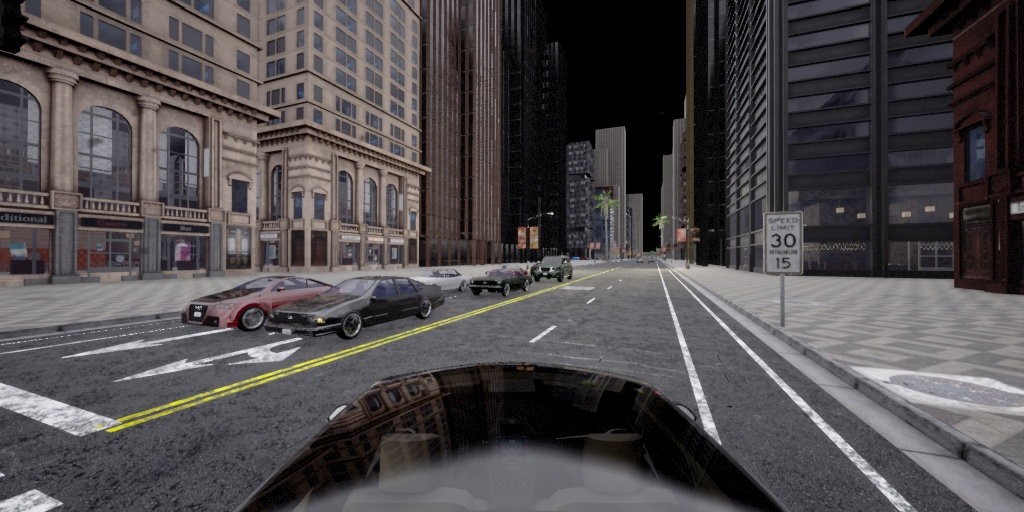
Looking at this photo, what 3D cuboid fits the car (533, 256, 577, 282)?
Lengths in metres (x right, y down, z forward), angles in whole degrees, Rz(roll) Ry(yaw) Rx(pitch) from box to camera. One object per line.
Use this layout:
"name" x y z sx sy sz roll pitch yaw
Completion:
"car" 3.481 0.986 29.310 2.150 2.045 5.566 0 0 22

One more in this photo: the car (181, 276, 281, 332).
"car" -7.313 1.315 11.034 1.994 1.385 4.181 0 0 22

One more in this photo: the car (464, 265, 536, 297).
"car" -0.488 1.357 19.377 1.895 1.301 4.718 0 0 22

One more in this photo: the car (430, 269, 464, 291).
"car" -4.070 1.356 19.173 1.895 1.301 4.718 0 0 22

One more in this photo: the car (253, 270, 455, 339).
"car" -4.042 1.299 10.471 2.033 1.411 5.357 0 0 22

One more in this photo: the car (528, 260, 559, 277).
"car" 3.443 1.250 37.889 1.882 1.535 5.008 0 0 22

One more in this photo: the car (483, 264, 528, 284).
"car" -0.376 1.363 28.424 1.895 1.301 4.718 0 0 22
